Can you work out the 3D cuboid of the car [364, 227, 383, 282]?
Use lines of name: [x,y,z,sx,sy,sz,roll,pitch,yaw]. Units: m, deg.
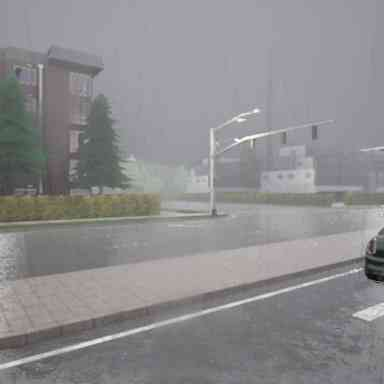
car: [6.424,1.342,8.523,4.553,1.767,2.097,0,0,-36]
